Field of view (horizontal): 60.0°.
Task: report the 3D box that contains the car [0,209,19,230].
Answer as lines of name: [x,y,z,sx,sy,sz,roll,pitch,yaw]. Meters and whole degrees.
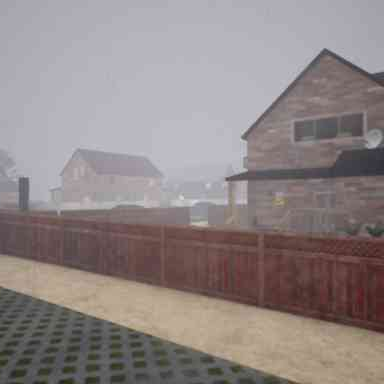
car: [-11.911,1.786,20.796,2.033,1.411,5.357,0,-1,37]

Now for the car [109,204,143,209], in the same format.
car: [-6.007,1.805,29.052,1.837,1.490,4.892,0,-1,35]

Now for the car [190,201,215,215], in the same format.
car: [1.148,1.856,39.125,1.882,1.535,5.008,0,-1,35]
